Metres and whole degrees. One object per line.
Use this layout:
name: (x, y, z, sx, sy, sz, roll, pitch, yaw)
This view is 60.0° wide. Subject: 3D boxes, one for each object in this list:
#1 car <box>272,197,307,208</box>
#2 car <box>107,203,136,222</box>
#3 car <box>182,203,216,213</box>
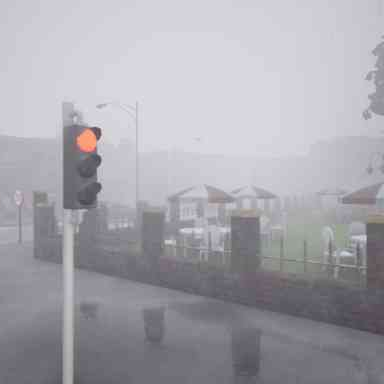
car: (13.967, 1.472, 47.388, 5.008, 1.535, 1.882, 0, 0, -2)
car: (-6.316, 1.555, 26.187, 1.994, 1.385, 4.181, 0, 0, 35)
car: (0.849, 1.494, 36.270, 1.837, 1.490, 4.892, 0, 0, 36)
